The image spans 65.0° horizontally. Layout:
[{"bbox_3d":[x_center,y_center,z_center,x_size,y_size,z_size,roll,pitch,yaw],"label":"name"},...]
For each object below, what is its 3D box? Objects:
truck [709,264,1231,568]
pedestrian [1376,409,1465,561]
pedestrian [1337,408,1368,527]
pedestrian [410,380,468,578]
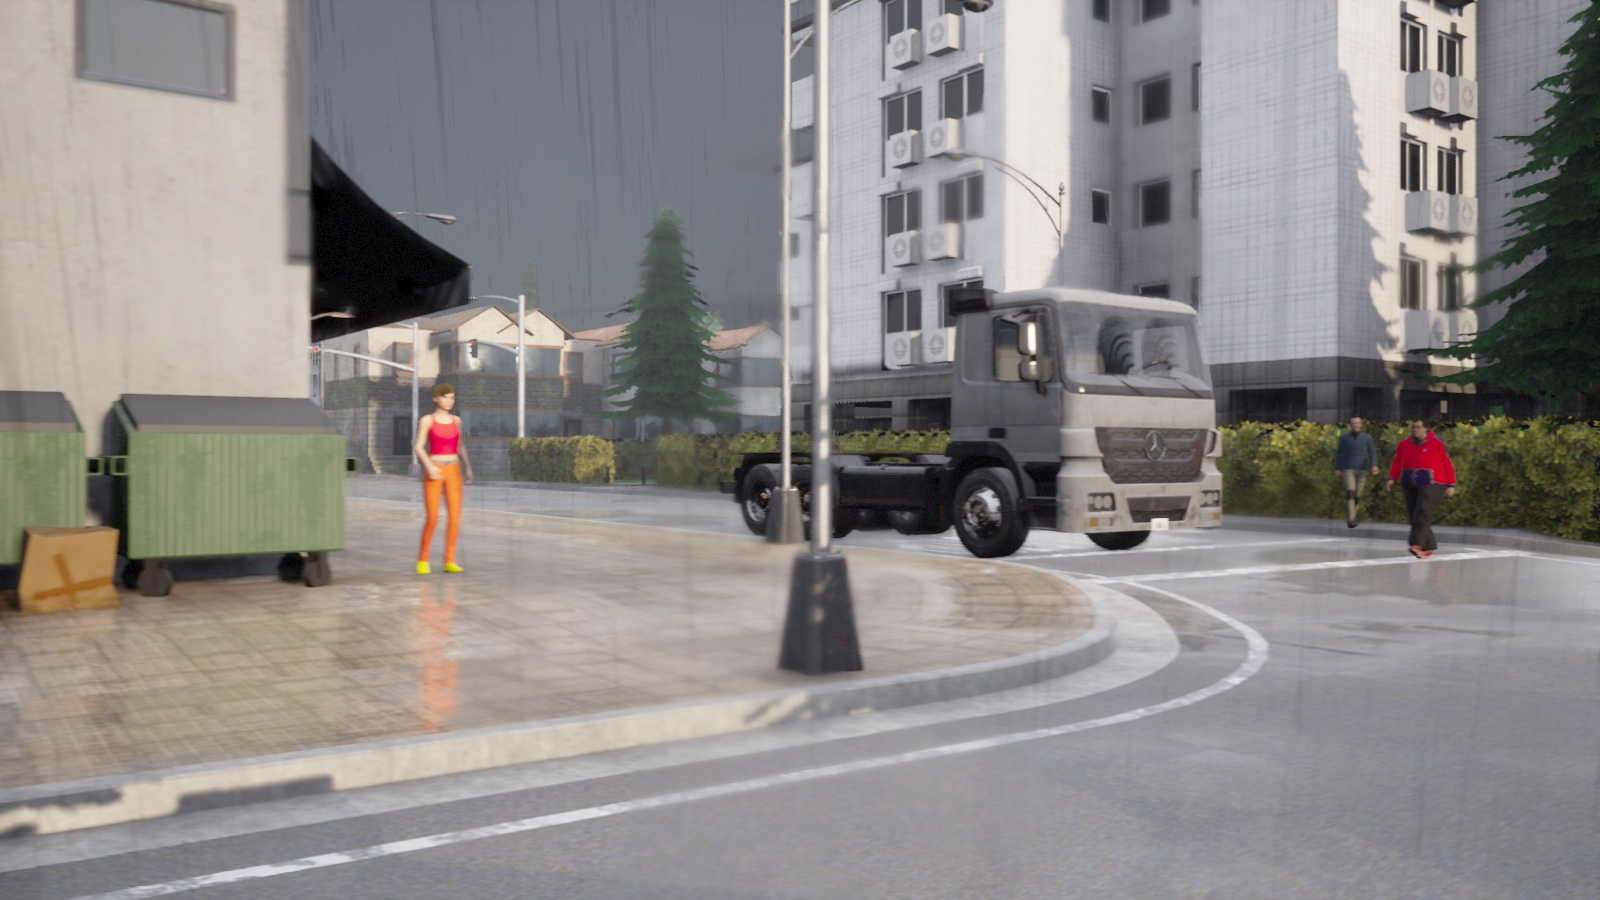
[{"bbox_3d":[1.998,-0.377,18.392,2.891,3.462,7.936,0,0,-36],"label":"truck"},{"bbox_3d":[7.766,0.420,15.715,0.899,1.844,0.634,0,0,-35],"label":"pedestrian"},{"bbox_3d":[8.736,0.268,19.864,0.402,1.842,0.726,0,0,21],"label":"pedestrian"},{"bbox_3d":[-3.451,0.266,11.994,0.345,1.836,0.594,0,0,-37],"label":"pedestrian"}]
